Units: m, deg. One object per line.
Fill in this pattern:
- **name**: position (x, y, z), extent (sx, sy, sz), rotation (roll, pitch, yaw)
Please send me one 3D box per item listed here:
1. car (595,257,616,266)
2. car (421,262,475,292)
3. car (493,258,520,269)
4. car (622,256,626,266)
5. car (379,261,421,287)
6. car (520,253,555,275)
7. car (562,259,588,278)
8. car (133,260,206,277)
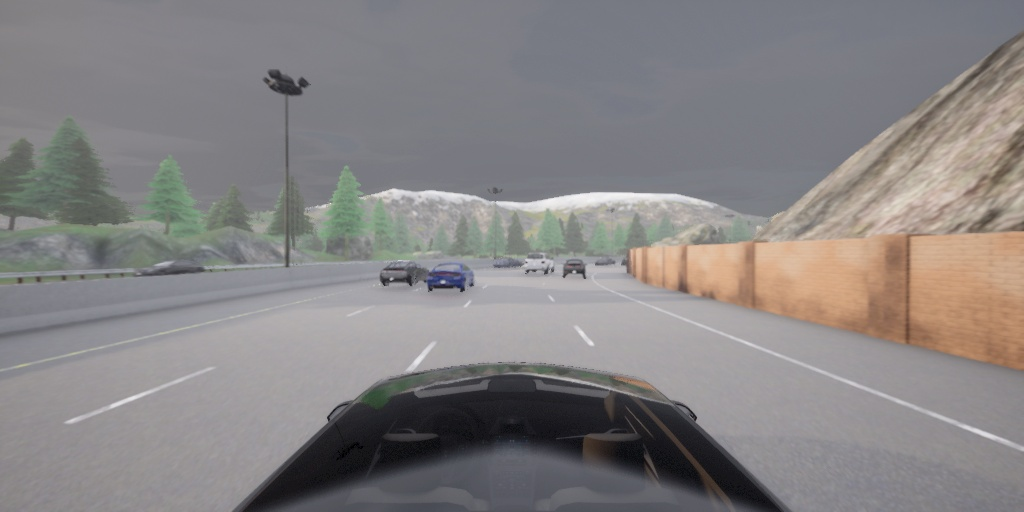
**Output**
- **car**: position (15.044, 0.868, 57.452), extent (1.994, 1.385, 4.181), rotation (0, 1, 39)
- **car**: position (-3.257, 1.082, 19.875), extent (1.882, 1.535, 5.008), rotation (0, 0, 2)
- **car**: position (-0.353, 0.927, 47.875), extent (2.033, 1.411, 5.357), rotation (0, 0, 34)
- **car**: position (19.339, 0.660, 57.039), extent (2.097, 1.767, 4.553), rotation (1, 1, 43)
- **car**: position (-6.581, 1.073, 22.588), extent (2.128, 1.511, 4.902), rotation (0, 0, 4)
- **car**: position (2.796, 0.702, 35.267), extent (2.150, 2.045, 5.566), rotation (0, 0, 16)
- **car**: position (5.428, 1.018, 30.909), extent (1.837, 1.490, 4.892), rotation (0, 0, 11)
- **car**: position (-27.160, 1.059, 28.650), extent (1.812, 1.442, 4.674), rotation (0, 0, 6)
